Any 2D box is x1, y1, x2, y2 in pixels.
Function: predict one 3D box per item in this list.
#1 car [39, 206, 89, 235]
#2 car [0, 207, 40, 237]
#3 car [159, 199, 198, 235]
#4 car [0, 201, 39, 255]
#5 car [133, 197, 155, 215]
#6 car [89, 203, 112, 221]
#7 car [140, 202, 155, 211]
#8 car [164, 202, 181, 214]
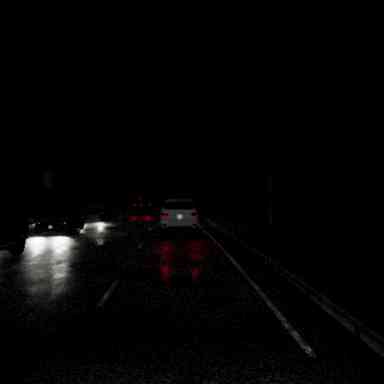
[{"bbox_3d":[-7.975,1.769,20.396,1.994,1.385,4.181,0,-1,-4],"label":"car"},{"bbox_3d":[-11.480,1.760,20.453,2.033,1.411,5.357,0,-1,-4],"label":"car"},{"bbox_3d":[-0.845,1.413,20.500,2.150,2.045,5.566,0,-1,-4],"label":"car"},{"bbox_3d":[-7.451,1.338,10.998,2.150,2.045,5.566,0,-1,-2],"label":"car"},{"bbox_3d":[-5.909,1.667,40.230,2.150,2.045,5.566,0,-1,-4],"label":"car"},{"bbox_3d":[-8.714,1.803,30.869,1.882,1.535,5.008,0,-1,-4],"label":"car"},{"bbox_3d":[-6.672,2.170,50.580,1.994,1.385,4.181,0,-1,-4],"label":"car"},{"bbox_3d":[-2.558,2.021,42.694,2.033,1.411,5.357,0,-1,-4],"label":"car"}]
